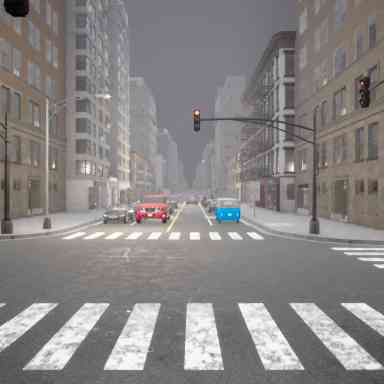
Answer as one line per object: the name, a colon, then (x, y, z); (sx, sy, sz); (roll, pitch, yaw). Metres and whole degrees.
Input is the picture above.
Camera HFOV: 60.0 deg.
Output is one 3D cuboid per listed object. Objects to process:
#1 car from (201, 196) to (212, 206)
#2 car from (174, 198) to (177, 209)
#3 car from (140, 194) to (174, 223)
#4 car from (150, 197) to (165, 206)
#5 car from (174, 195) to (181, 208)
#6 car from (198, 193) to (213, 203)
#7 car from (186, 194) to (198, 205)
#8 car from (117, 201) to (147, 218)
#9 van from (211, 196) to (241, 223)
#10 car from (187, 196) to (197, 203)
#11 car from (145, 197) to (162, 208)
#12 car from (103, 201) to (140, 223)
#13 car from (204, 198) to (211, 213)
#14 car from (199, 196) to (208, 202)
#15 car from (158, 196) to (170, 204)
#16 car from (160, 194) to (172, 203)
car: (2.581, 1.576, 47.653); (1.802, 1.307, 4.206); (0, 0, 0)
car: (-2.894, 1.599, 35.409); (1.895, 1.301, 4.718); (0, 0, 0)
car: (-2.878, 1.220, 25.592); (2.150, 2.045, 5.566); (0, 0, 0)
car: (-5.451, 1.556, 53.320); (1.947, 1.339, 4.313); (0, 0, 0)
car: (-2.889, 1.500, 45.469); (1.837, 1.490, 4.892); (0, 0, 0)
car: (2.574, 1.305, 53.335); (2.192, 1.841, 5.009); (0, 0, 0)
car: (0.026, 1.550, 58.785); (1.994, 1.385, 4.181); (0, 0, 0)
car: (-5.425, 1.543, 30.592); (1.887, 1.381, 4.507); (0, 0, 0)
van: (2.607, 1.340, 24.928); (1.690, 1.788, 3.998); (0, 0, 0)
car: (0.016, 1.579, 68.732); (1.895, 1.301, 4.718); (0, 0, 0)
car: (-5.444, 1.519, 47.468); (1.752, 1.417, 4.829); (0, 0, 0)
car: (-5.418, 1.549, 24.910); (2.008, 1.369, 4.403); (0, 0, 0)
car: (2.594, 1.580, 36.290); (1.802, 1.307, 4.206); (0, 0, 0)
car: (2.547, 1.524, 76.060); (2.008, 1.369, 4.403); (0, 0, 0)
car: (-5.464, 1.547, 64.683); (1.947, 1.339, 4.313); (0, 0, 0)
car: (-5.471, 1.292, 70.365); (2.192, 1.841, 5.009); (0, 0, 0)
